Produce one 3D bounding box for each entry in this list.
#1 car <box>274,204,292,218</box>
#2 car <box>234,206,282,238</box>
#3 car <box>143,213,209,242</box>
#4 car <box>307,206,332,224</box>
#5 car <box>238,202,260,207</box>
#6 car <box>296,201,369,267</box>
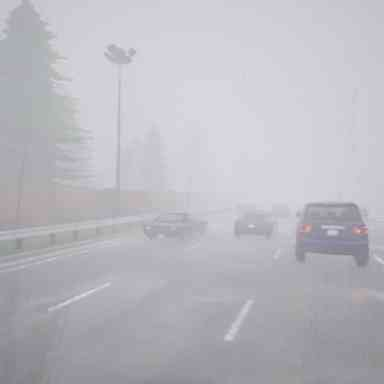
[{"bbox_3d":[9.095,1.900,33.946,1.994,1.385,4.181,0,0,20],"label":"car"},{"bbox_3d":[3.740,1.737,18.959,1.994,1.385,4.181,0,0,20],"label":"car"},{"bbox_3d":[-0.630,1.713,17.152,1.895,1.301,4.718,0,0,20],"label":"car"},{"bbox_3d":[11.005,1.922,28.921,1.895,1.301,4.718,0,0,20],"label":"car"},{"bbox_3d":[6.278,1.800,36.375,1.882,1.535,5.008,0,0,20],"label":"car"},{"bbox_3d":[5.106,1.358,12.427,2.150,2.045,5.566,0,-1,20],"label":"car"}]
